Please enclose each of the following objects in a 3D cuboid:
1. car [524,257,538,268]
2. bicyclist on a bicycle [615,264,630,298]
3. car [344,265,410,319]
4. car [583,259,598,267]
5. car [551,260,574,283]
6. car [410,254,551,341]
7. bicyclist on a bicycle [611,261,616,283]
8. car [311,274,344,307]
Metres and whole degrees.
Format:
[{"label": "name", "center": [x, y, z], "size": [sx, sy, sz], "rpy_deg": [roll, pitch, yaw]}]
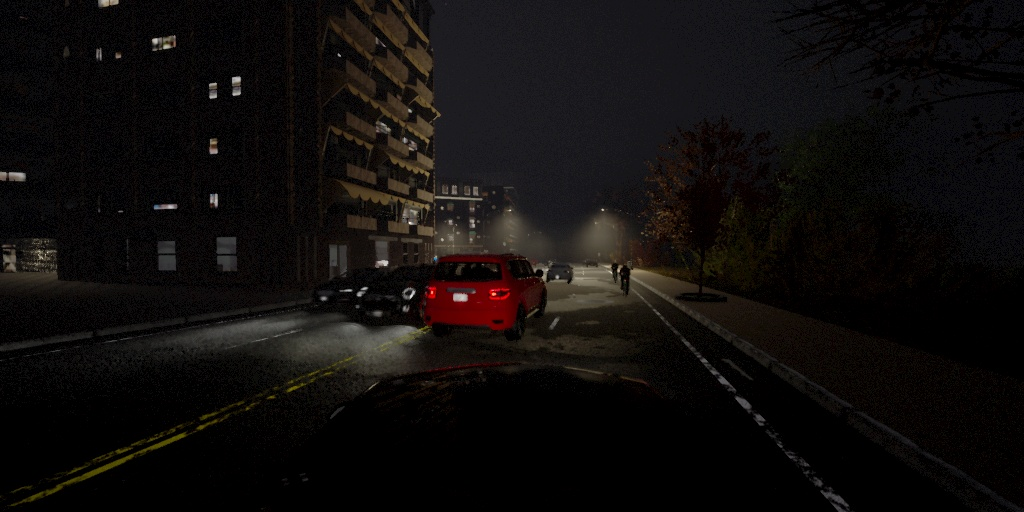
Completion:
[{"label": "car", "center": [3.058, 1.016, 57.674], "size": [1.882, 1.535, 5.008], "rpy_deg": [0, 0, 7]}, {"label": "bicyclist on a bicycle", "center": [5.513, 1.197, 17.492], "size": [0.582, 1.620, 1.656], "rpy_deg": [0, 0, 13]}, {"label": "car", "center": [-3.379, 1.101, 12.651], "size": [2.097, 1.767, 4.553], "rpy_deg": [0, 0, 14]}, {"label": "car", "center": [14.003, 1.195, 63.183], "size": [1.882, 1.535, 5.008], "rpy_deg": [0, 0, 10]}, {"label": "car", "center": [3.766, 1.269, 27.895], "size": [1.812, 1.442, 4.674], "rpy_deg": [0, 0, 13]}, {"label": "car", "center": [-0.438, 0.970, 10.198], "size": [2.150, 2.045, 5.566], "rpy_deg": [0, 0, 14]}, {"label": "bicyclist on a bicycle", "center": [7.566, 1.194, 26.345], "size": [0.582, 1.620, 1.656], "rpy_deg": [0, 0, 13]}, {"label": "car", "center": [-6.106, 1.239, 15.131], "size": [2.128, 1.511, 4.902], "rpy_deg": [0, 0, 14]}]
